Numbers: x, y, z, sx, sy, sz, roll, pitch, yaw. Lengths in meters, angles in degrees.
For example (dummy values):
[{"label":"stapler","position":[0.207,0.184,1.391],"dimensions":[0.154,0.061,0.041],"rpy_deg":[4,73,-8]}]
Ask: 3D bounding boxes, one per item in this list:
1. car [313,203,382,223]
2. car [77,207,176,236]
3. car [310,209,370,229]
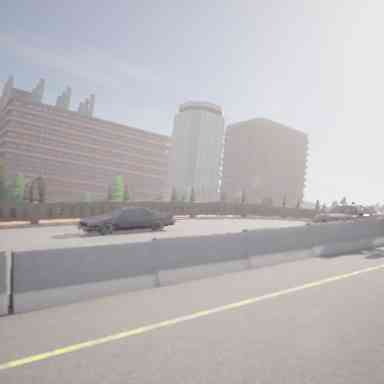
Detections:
[{"label":"car","position":[8.885,1.501,18.913],"dimensions":[4.553,1.767,2.097],"rpy_deg":[2,-1,-35]},{"label":"car","position":[-3.515,1.549,18.675],"dimensions":[5.357,1.411,2.033],"rpy_deg":[0,0,-35]},{"label":"car","position":[11.113,1.989,24.800],"dimensions":[4.718,1.301,1.895],"rpy_deg":[4,-2,-35]}]
